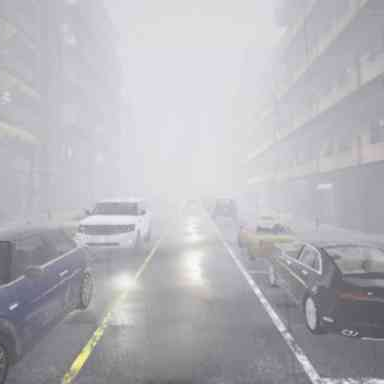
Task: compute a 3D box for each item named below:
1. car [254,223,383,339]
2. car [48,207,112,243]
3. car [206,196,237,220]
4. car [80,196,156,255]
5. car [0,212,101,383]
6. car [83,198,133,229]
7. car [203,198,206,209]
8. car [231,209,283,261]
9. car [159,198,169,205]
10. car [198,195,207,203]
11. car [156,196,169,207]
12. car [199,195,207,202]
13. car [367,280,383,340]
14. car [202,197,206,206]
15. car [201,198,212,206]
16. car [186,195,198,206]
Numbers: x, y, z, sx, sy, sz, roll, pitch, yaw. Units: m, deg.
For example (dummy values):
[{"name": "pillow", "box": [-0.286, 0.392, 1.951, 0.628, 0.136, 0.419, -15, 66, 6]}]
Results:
[{"name": "car", "box": [2.701, 1.578, 6.538, 2.008, 1.369, 4.403, 1, 0, 0]}, {"name": "car", "box": [-5.680, 1.600, 17.537, 1.752, 1.417, 4.829, 1, 0, 0]}, {"name": "car", "box": [2.703, 1.437, 28.811, 2.192, 1.841, 5.009, 1, 0, 0]}, {"name": "car", "box": [-3.000, 1.265, 13.905, 2.150, 2.045, 5.566, 0, 0, 0]}, {"name": "car", "box": [-3.085, 1.373, 4.870, 2.097, 1.767, 4.553, 0, 0, 1]}, {"name": "car", "box": [-5.677, 1.414, 23.276, 2.192, 1.841, 5.009, 1, 0, 0]}, {"name": "car", "box": [2.699, 1.721, 39.945, 2.008, 1.369, 4.403, 1, 0, 0]}, {"name": "car", "box": [2.701, 1.576, 12.276, 1.752, 1.417, 4.829, 1, 0, 0]}, {"name": "car", "box": [-5.682, 1.878, 67.818, 1.802, 1.307, 4.206, 1, 0, 0]}, {"name": "car", "box": [2.701, 1.686, 84.490, 2.192, 1.841, 5.009, 1, 0, 0]}, {"name": "car", "box": [-5.678, 1.561, 56.683, 2.192, 1.841, 5.009, 1, 0, 0]}, {"name": "car", "box": [2.702, 1.534, 51.081, 2.192, 1.841, 5.009, 1, 0, 0]}, {"name": "car", "box": [2.701, 1.555, 0.971, 2.008, 1.369, 4.403, 1, 0, 0]}, {"name": "car", "box": [2.699, 1.739, 45.513, 1.887, 1.381, 4.507, 1, 0, 0]}, {"name": "car", "box": [2.698, 1.835, 62.217, 1.947, 1.339, 4.313, 1, 0, 0]}, {"name": "car", "box": [-0.001, 1.756, 60.886, 2.128, 1.511, 4.902, 0, 0, 0]}]
